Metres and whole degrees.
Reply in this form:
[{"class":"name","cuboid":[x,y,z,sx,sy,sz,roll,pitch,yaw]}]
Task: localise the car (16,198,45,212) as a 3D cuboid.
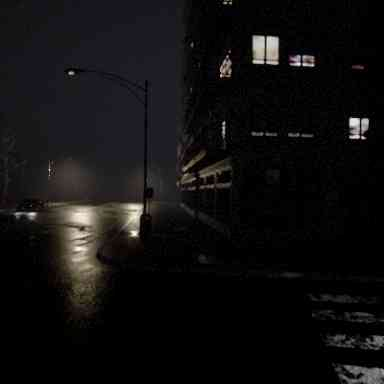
[{"class":"car","cuboid":[-18.462,1.478,38.276,1.812,1.442,4.674,1,0,-5]}]
